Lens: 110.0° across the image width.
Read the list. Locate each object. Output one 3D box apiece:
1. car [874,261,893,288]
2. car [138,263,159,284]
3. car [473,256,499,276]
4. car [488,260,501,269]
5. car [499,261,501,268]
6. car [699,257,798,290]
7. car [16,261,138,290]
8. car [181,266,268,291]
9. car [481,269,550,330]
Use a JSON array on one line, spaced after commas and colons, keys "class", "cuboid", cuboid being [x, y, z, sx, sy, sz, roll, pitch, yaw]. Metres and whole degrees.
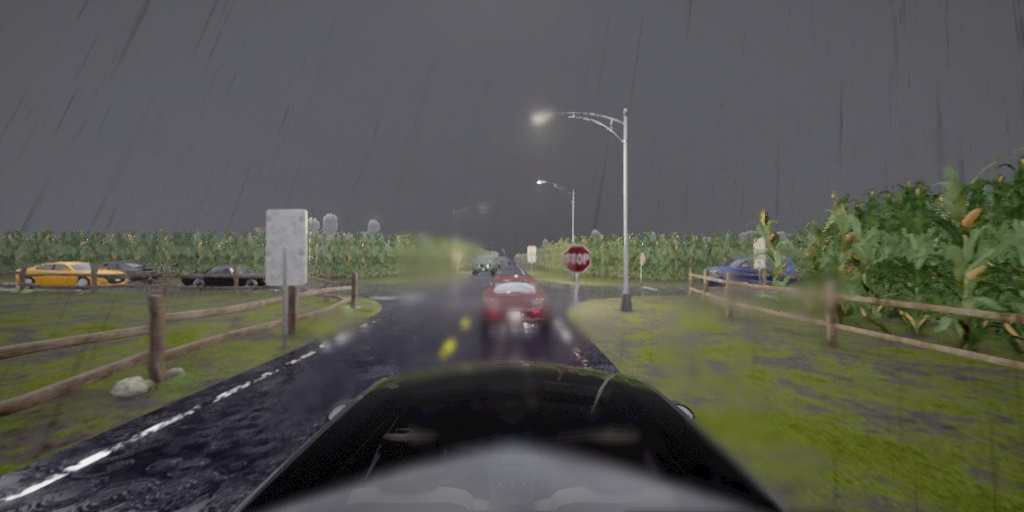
[{"class": "car", "cuboid": [25.807, 1.171, 22.961, 5.566, 2.045, 2.150, 0, -1, 0]}, {"class": "car", "cuboid": [-26.030, 1.132, 23.452, 4.892, 1.490, 1.837, 0, -1, 1]}, {"class": "car", "cuboid": [-2.859, 0.969, 38.340, 2.150, 2.045, 5.566, 0, 0, 0]}, {"class": "car", "cuboid": [-2.849, 1.337, 58.704, 1.895, 1.301, 4.718, 0, 0, 0]}, {"class": "car", "cuboid": [-2.858, 1.290, 48.543, 2.033, 1.411, 5.357, 0, 0, 0]}, {"class": "car", "cuboid": [15.120, 1.097, 23.055, 5.566, 2.045, 2.150, 0, -1, 1]}, {"class": "car", "cuboid": [-24.975, 1.081, 20.491, 5.008, 1.535, 1.882, 0, -1, 1]}, {"class": "car", "cuboid": [-15.694, 1.254, 20.403, 4.718, 1.301, 1.895, 0, -1, 1]}, {"class": "car", "cuboid": [0.095, 1.278, 10.956, 1.812, 1.442, 4.674, 0, 0, 0]}]
